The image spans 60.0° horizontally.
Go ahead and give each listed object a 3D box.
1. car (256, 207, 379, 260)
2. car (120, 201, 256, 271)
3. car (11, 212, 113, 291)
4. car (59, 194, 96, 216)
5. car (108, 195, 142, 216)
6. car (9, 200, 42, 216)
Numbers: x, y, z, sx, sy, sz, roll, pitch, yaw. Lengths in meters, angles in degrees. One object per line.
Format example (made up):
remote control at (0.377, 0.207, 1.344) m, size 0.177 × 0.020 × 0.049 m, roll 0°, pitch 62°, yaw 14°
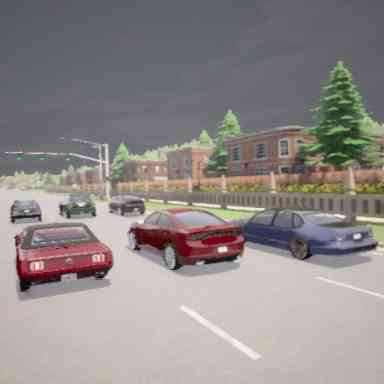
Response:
car at (3.158, 1.198, 11.013) m, size 2.033 × 1.411 × 5.357 m, roll -2°, pitch 2°, yaw -29°
car at (-0.458, 1.227, 10.311) m, size 1.882 × 1.535 × 5.008 m, roll -2°, pitch 2°, yaw -29°
car at (-3.632, 1.458, 8.829) m, size 1.895 × 1.301 × 4.718 m, roll -2°, pitch 2°, yaw -29°
car at (-8.844, 0.928, 25.394) m, size 2.097 × 1.767 × 4.553 m, roll -2°, pitch 2°, yaw -29°
car at (-5.202, 0.982, 26.056) m, size 1.837 × 1.490 × 4.892 m, roll -2°, pitch 1°, yaw -29°
car at (-11.582, 1.239, 23.137) m, size 2.033 × 1.411 × 5.357 m, roll -2°, pitch 2°, yaw -29°
